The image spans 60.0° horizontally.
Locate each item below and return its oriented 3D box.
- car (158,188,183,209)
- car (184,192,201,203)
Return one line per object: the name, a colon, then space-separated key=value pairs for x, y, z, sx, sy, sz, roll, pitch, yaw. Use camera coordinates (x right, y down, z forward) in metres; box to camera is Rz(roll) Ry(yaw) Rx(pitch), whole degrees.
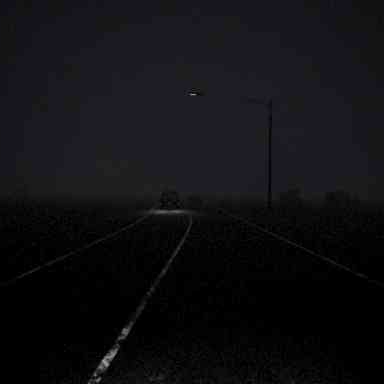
car: x=-2.392 y=0.748 z=36.071 sx=2.150 sy=2.045 sz=5.566 roll=0 pitch=1 yaw=-3
car: x=0.267 y=0.826 z=51.341 sx=1.882 sy=1.535 sz=5.008 roll=0 pitch=1 yaw=-3
